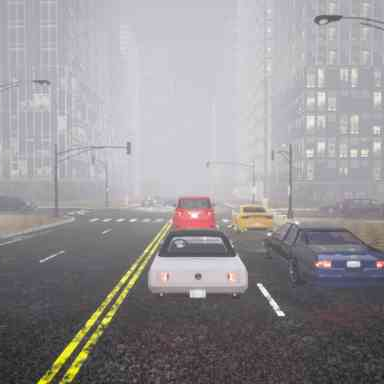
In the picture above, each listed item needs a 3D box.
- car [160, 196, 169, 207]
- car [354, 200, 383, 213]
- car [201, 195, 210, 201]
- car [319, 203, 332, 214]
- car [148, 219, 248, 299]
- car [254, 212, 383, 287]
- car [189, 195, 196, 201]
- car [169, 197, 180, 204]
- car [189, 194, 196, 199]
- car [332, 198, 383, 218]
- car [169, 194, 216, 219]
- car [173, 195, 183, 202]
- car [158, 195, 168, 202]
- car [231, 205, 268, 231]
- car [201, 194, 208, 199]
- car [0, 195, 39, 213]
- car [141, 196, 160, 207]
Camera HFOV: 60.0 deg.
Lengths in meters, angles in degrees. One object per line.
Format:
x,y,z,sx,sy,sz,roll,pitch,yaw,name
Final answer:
-3.288,1.526,51.233,1.994,1.385,4.181,0,0,0,car
21.849,1.640,39.098,4.829,1.417,1.752,1,0,1,car
3.332,1.453,81.619,2.033,1.411,5.357,0,0,0,car
16.557,1.588,36.596,5.008,1.535,1.882,1,1,1,car
0.110,1.597,8.384,1.895,1.301,4.718,0,0,0,car
3.365,1.543,9.411,2.033,1.411,5.357,0,0,0,car
0.082,1.437,82.038,1.812,1.442,4.674,0,0,0,car
-3.251,1.549,62.191,1.895,1.301,4.718,0,0,0,car
0.092,1.260,92.040,1.812,1.442,4.674,0,0,0,car
16.232,1.517,30.817,5.009,1.841,2.192,1,0,1,car
0.118,1.211,18.143,2.150,2.045,5.566,0,0,0,car
-3.176,1.456,75.227,2.128,1.511,4.902,0,0,0,car
-6.427,1.485,73.938,1.994,1.385,4.181,0,0,0,car
3.373,1.467,19.230,1.882,1.535,5.008,0,0,1,car
3.342,1.260,92.036,1.812,1.442,4.674,0,0,0,car
-18.180,1.204,33.999,4.553,1.767,2.097,1,1,1,car
-6.544,1.454,50.799,2.128,1.511,4.902,0,0,0,car
